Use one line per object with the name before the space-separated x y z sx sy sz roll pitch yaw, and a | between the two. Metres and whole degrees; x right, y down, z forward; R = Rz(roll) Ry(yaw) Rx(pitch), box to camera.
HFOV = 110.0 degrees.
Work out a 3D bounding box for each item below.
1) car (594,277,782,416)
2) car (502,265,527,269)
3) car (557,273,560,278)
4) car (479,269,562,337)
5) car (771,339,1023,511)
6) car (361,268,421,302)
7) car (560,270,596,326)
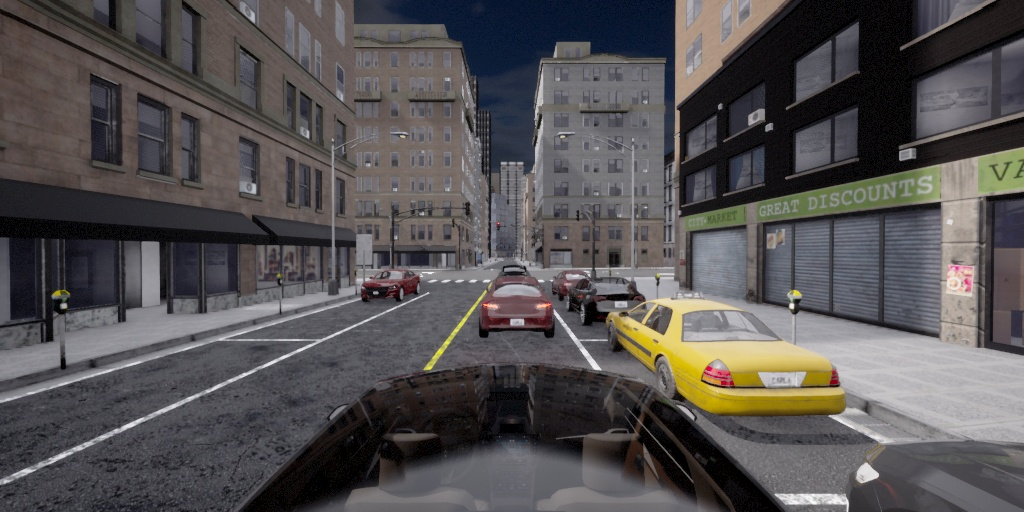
car | 2.881 1.274 6.121 1.751 1.417 4.829 0 0 0
car | 0.127 1.248 20.382 1.837 1.490 4.892 0 0 0
car | 2.898 1.326 17.123 1.802 1.307 4.207 0 0 0
car | 0.106 1.273 10.103 1.812 1.442 4.674 0 0 0
car | 2.871 1.301 0.365 2.007 1.370 4.403 0 0 0
car | -5.647 1.289 17.134 1.888 1.381 4.507 0 0 0
car | 2.889 1.312 11.537 1.948 1.339 4.313 0 0 0
